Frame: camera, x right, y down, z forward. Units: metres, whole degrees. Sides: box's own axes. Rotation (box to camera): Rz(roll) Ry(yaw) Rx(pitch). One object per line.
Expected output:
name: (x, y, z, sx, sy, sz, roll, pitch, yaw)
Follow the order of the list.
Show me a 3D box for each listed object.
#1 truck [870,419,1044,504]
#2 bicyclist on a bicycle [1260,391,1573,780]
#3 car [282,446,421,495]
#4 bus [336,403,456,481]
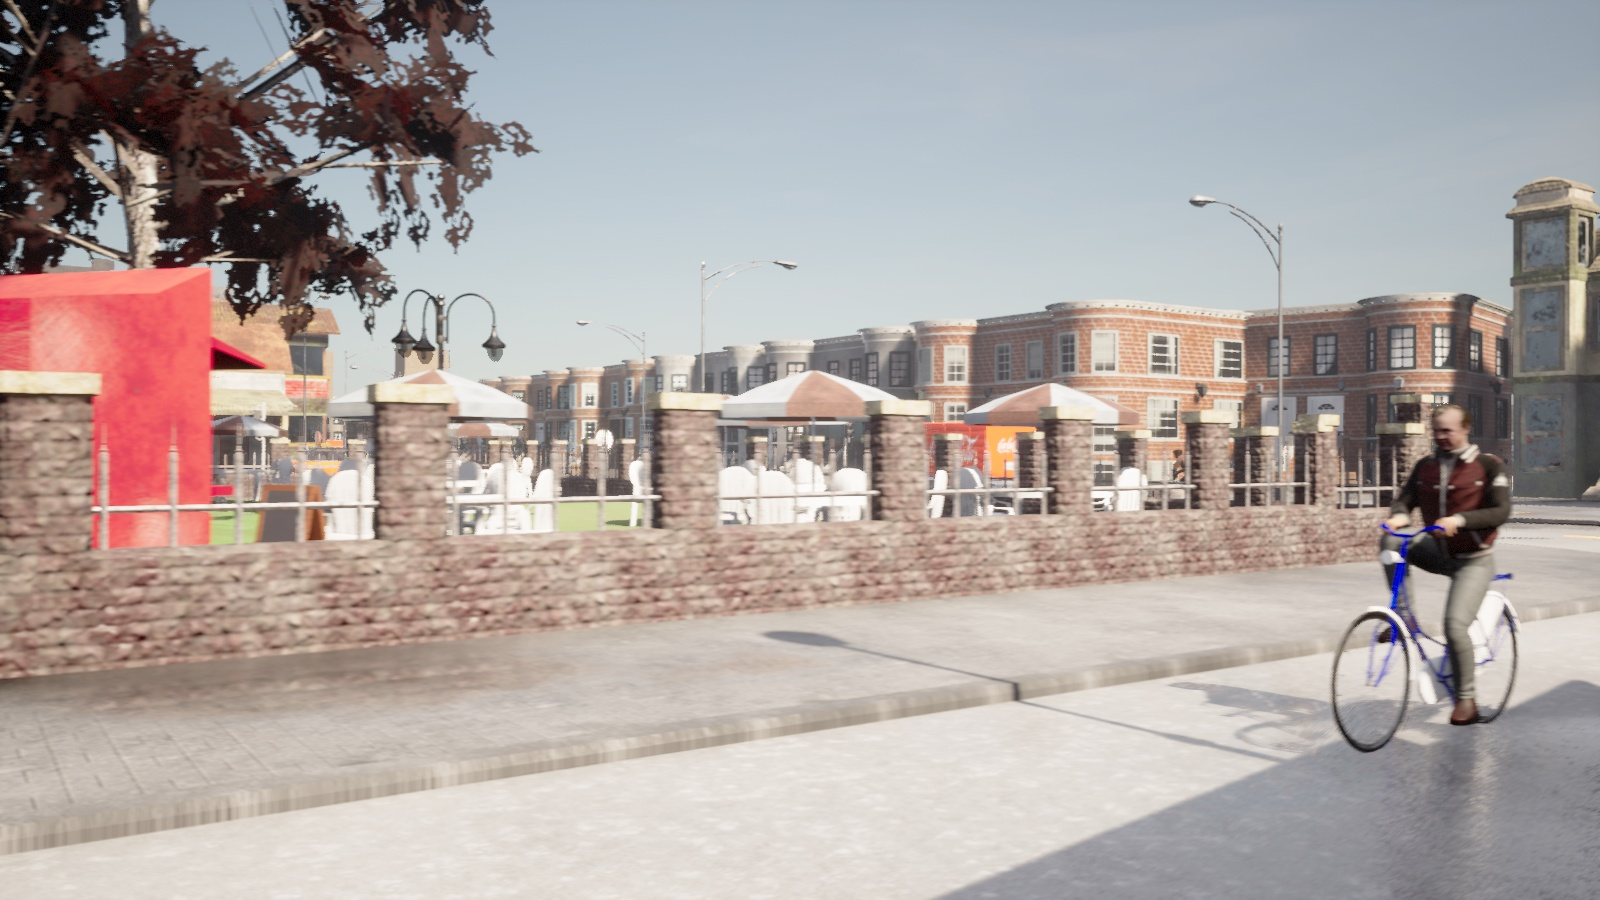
truck: (4.845, 0.345, 39.472, 2.627, 2.467, 5.204, 0, 0, -35)
bicyclist on a bicycle: (3.244, 0.625, 6.545, 1.843, 1.776, 0.659, 0, 0, -35)
car: (-16.970, 0.756, 47.566, 4.553, 1.767, 2.097, 0, 0, -35)
bus: (-23.931, -0.400, 73.941, 3.944, 4.253, 10.273, 0, 0, -34)
